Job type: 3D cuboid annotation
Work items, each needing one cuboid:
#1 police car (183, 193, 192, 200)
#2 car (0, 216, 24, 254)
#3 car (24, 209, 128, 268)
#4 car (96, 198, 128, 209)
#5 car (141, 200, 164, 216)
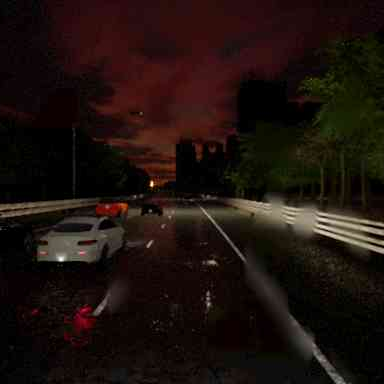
[{"bbox_3d":[-0.898,1.290,91.619,1.930,1.638,5.238,0,0,-2],"label":"police car"},{"bbox_3d":[-6.939,1.470,10.823,2.128,1.511,4.902,0,0,0],"label":"car"},{"bbox_3d":[-3.439,1.503,11.025,1.812,1.442,4.674,0,0,0],"label":"car"},{"bbox_3d":[-7.128,1.300,30.009,2.097,1.767,4.553,0,0,-1],"label":"car"},{"bbox_3d":[-3.660,1.471,31.373,1.812,1.442,4.674,0,0,-1],"label":"car"}]
